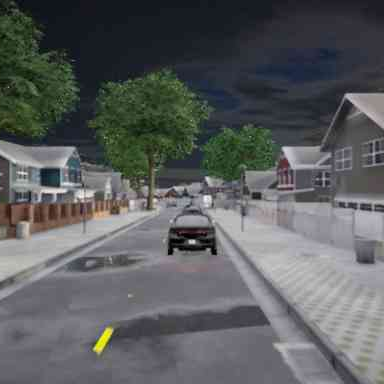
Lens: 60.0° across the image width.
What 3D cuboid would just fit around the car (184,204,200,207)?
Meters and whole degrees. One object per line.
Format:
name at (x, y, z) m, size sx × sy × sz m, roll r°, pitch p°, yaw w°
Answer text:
car at (0.024, 1.824, 28.483) m, size 1.837 × 1.490 × 4.892 m, roll 0°, pitch 0°, yaw 0°

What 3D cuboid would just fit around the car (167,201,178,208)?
car at (-3.894, 2.386, 64.278) m, size 1.994 × 1.385 × 4.181 m, roll 0°, pitch -1°, yaw -6°

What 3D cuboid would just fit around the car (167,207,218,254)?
car at (0.030, 1.626, 14.208) m, size 1.882 × 1.535 × 5.008 m, roll 0°, pitch 0°, yaw 1°
